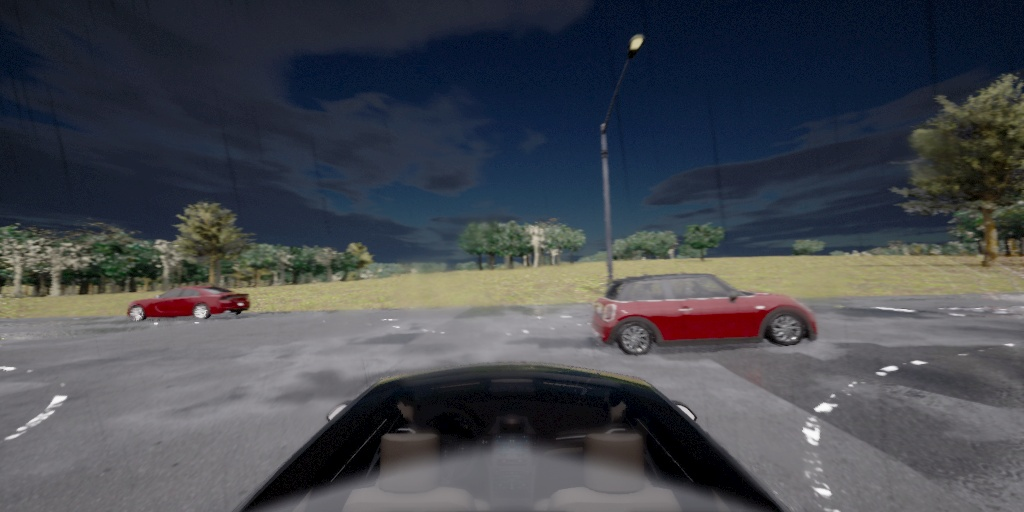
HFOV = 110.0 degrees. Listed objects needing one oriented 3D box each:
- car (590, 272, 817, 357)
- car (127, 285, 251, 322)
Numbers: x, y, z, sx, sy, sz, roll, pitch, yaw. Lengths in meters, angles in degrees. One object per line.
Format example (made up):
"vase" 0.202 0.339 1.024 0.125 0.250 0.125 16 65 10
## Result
"car" 4.187 1.165 8.358 4.553 1.767 2.097 -4 -2 3
"car" -14.930 2.160 16.683 5.008 1.535 1.882 -2 -4 4
